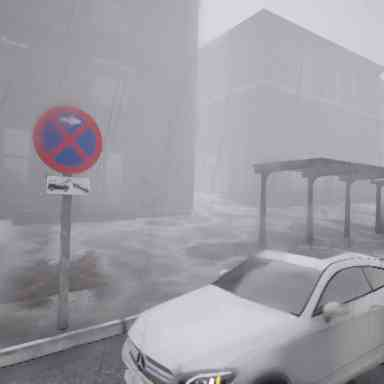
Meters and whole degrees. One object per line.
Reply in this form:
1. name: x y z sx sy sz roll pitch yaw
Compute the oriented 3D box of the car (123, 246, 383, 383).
1. car: 1.424 1.527 4.431 4.674 1.442 1.812 0 0 -34
